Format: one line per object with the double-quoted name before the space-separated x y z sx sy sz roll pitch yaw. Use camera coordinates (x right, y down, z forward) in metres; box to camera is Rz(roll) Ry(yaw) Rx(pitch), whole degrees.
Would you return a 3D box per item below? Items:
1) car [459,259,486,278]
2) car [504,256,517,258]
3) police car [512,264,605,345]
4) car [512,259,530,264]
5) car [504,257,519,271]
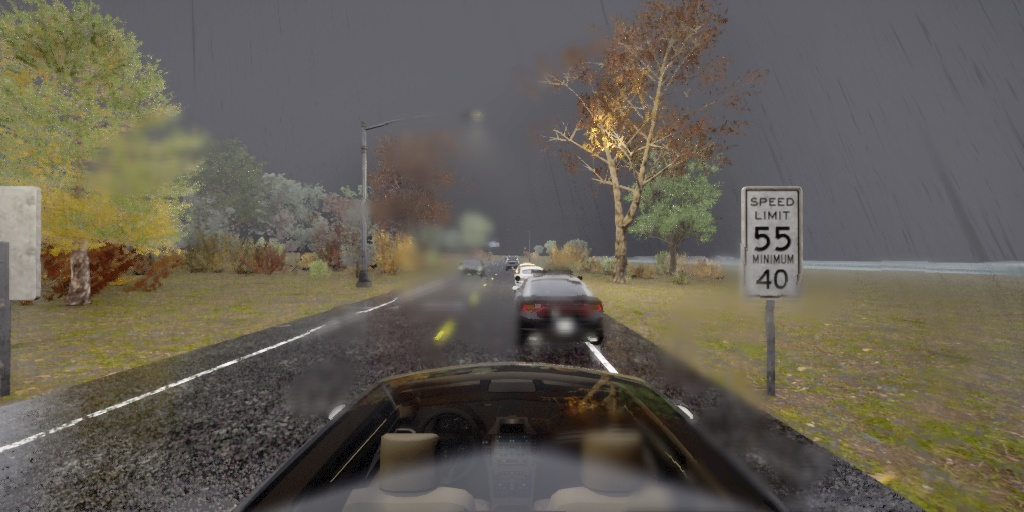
"car" -3.566 1.099 33.244 2.097 1.767 4.553 0 0 0
"car" 0.096 0.957 61.981 2.150 2.045 5.566 0 0 0
"police car" 1.048 1.175 9.646 1.930 1.638 5.238 0 0 0
"car" 1.068 1.204 25.720 1.801 1.575 5.366 0 0 0
"car" 0.096 1.247 48.799 1.837 1.490 4.892 0 0 1
